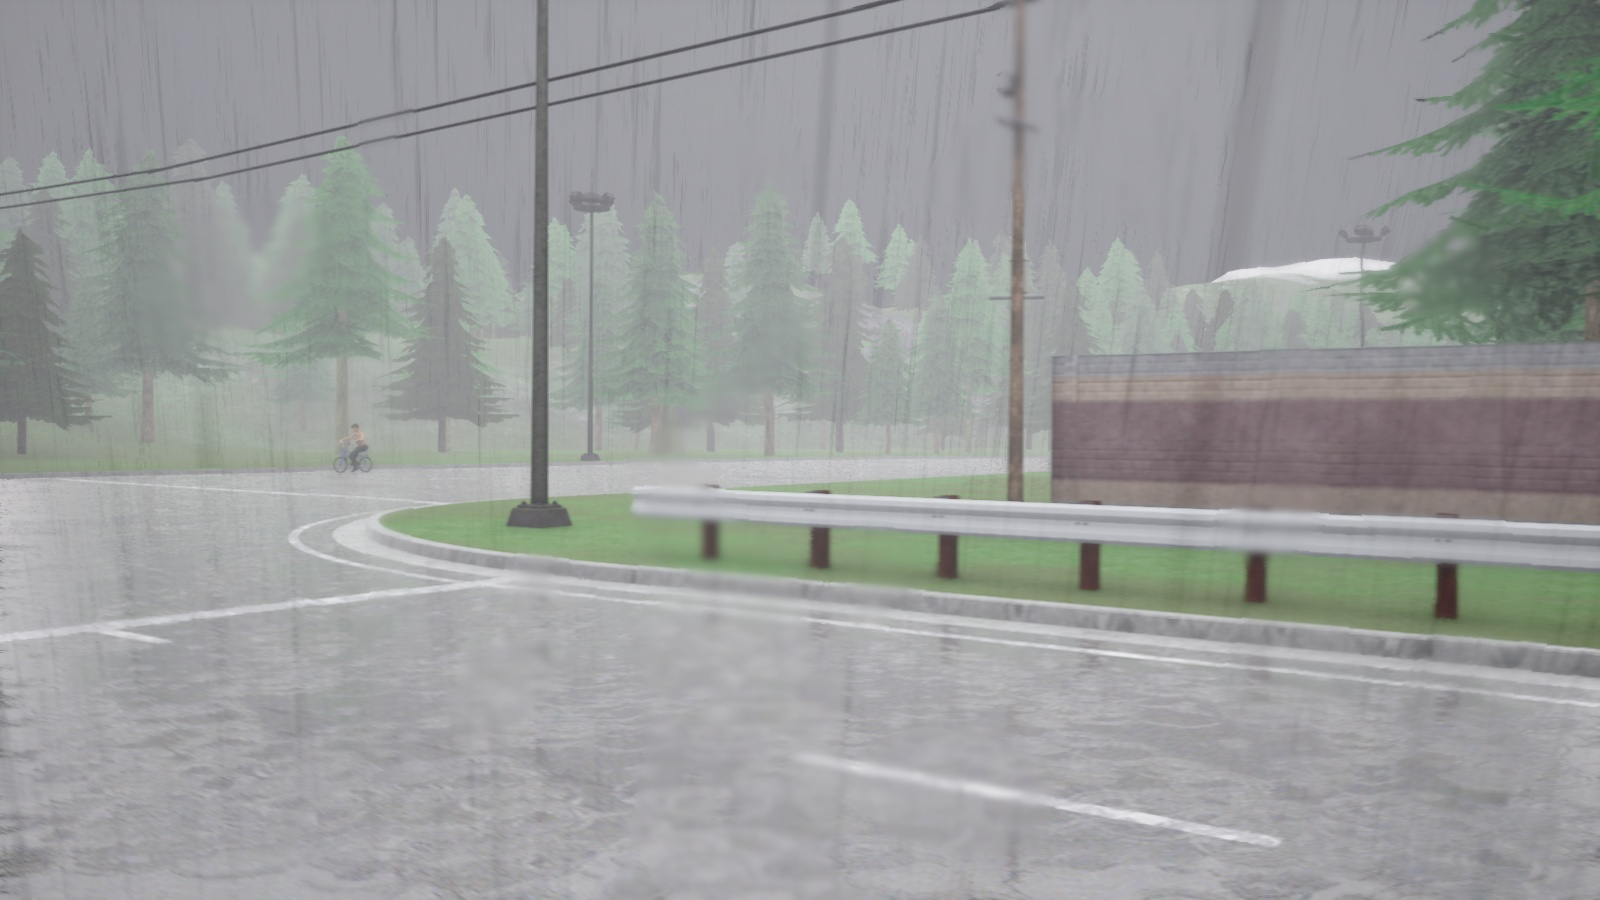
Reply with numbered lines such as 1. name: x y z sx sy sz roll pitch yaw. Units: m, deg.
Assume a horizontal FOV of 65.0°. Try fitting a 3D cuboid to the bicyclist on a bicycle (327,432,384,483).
1. bicyclist on a bicycle: -14.513 0.239 41.040 0.866 1.612 1.509 0 1 34
